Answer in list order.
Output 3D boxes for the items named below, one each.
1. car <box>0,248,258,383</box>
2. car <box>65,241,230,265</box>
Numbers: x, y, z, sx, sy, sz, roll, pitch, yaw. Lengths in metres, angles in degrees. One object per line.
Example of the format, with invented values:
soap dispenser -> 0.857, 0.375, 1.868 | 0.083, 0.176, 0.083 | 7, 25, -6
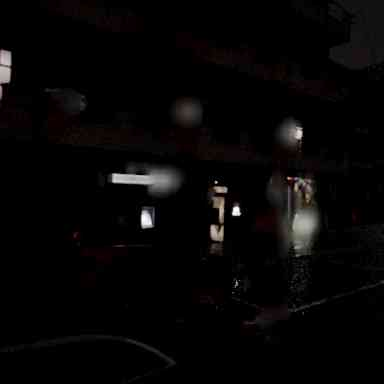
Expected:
car -> -1.731, 1.492, 2.016 | 4.902, 1.511, 2.128 | 1, 0, -35
car -> -1.342, 1.570, 5.571 | 4.507, 1.381, 1.887 | 1, 1, -35
